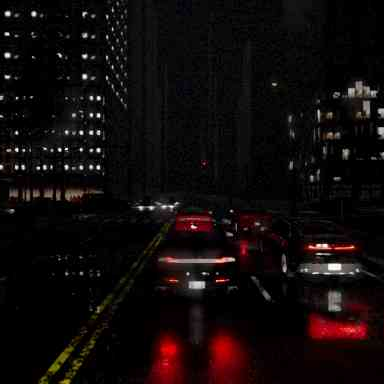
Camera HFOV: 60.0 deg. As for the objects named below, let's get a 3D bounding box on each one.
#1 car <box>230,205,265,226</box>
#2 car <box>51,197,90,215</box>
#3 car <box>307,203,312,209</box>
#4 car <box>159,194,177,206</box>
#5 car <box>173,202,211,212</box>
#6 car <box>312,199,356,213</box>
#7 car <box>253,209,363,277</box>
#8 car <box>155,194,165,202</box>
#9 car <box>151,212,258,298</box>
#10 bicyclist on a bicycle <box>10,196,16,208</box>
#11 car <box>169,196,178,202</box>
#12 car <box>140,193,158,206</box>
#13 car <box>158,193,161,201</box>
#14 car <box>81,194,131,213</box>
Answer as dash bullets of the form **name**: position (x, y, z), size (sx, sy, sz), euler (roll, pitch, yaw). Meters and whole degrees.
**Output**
- **car**: position (3.328, 1.478, 19.428), size (1.882, 1.535, 5.008), euler (0, 0, 0)
- **car**: position (-12.502, 1.475, 31.988), size (4.181, 1.385, 1.994), euler (0, -1, 9)
- **car**: position (16.780, 1.584, 40.964), size (4.902, 1.511, 2.128), euler (0, -1, 1)
- **car**: position (-3.948, 1.543, 55.556), size (1.994, 1.385, 4.181), euler (0, 0, -1)
- **car**: position (0.079, 1.478, 18.026), size (1.882, 1.535, 5.008), euler (0, 0, 0)
- **car**: position (16.294, 1.609, 37.724), size (4.181, 1.385, 1.994), euler (0, -1, 2)
- **car**: position (3.339, 1.506, 10.203), size (1.837, 1.490, 4.892), euler (0, 0, 0)
- **car**: position (-7.535, 1.310, 78.569), size (2.097, 1.767, 4.553), euler (0, 0, -1)
- **car**: position (0.090, 1.493, 8.529), size (2.128, 1.511, 4.902), euler (0, 0, 0)
- **bicyclist on a bicycle**: position (-25.210, 1.397, 46.827), size (0.582, 1.620, 1.656), euler (0, -1, 2)
- **car**: position (-4.241, 1.554, 76.207), size (1.895, 1.301, 4.718), euler (0, 0, -1)
- **car**: position (-7.169, 1.332, 53.744), size (2.097, 1.767, 4.553), euler (0, 0, -1)
- **car**: position (-7.352, 1.191, 68.095), size (2.150, 2.045, 5.566), euler (0, 0, -1)
- **car**: position (-9.558, 1.202, 36.565), size (5.566, 2.045, 2.150), euler (0, 0, -14)
